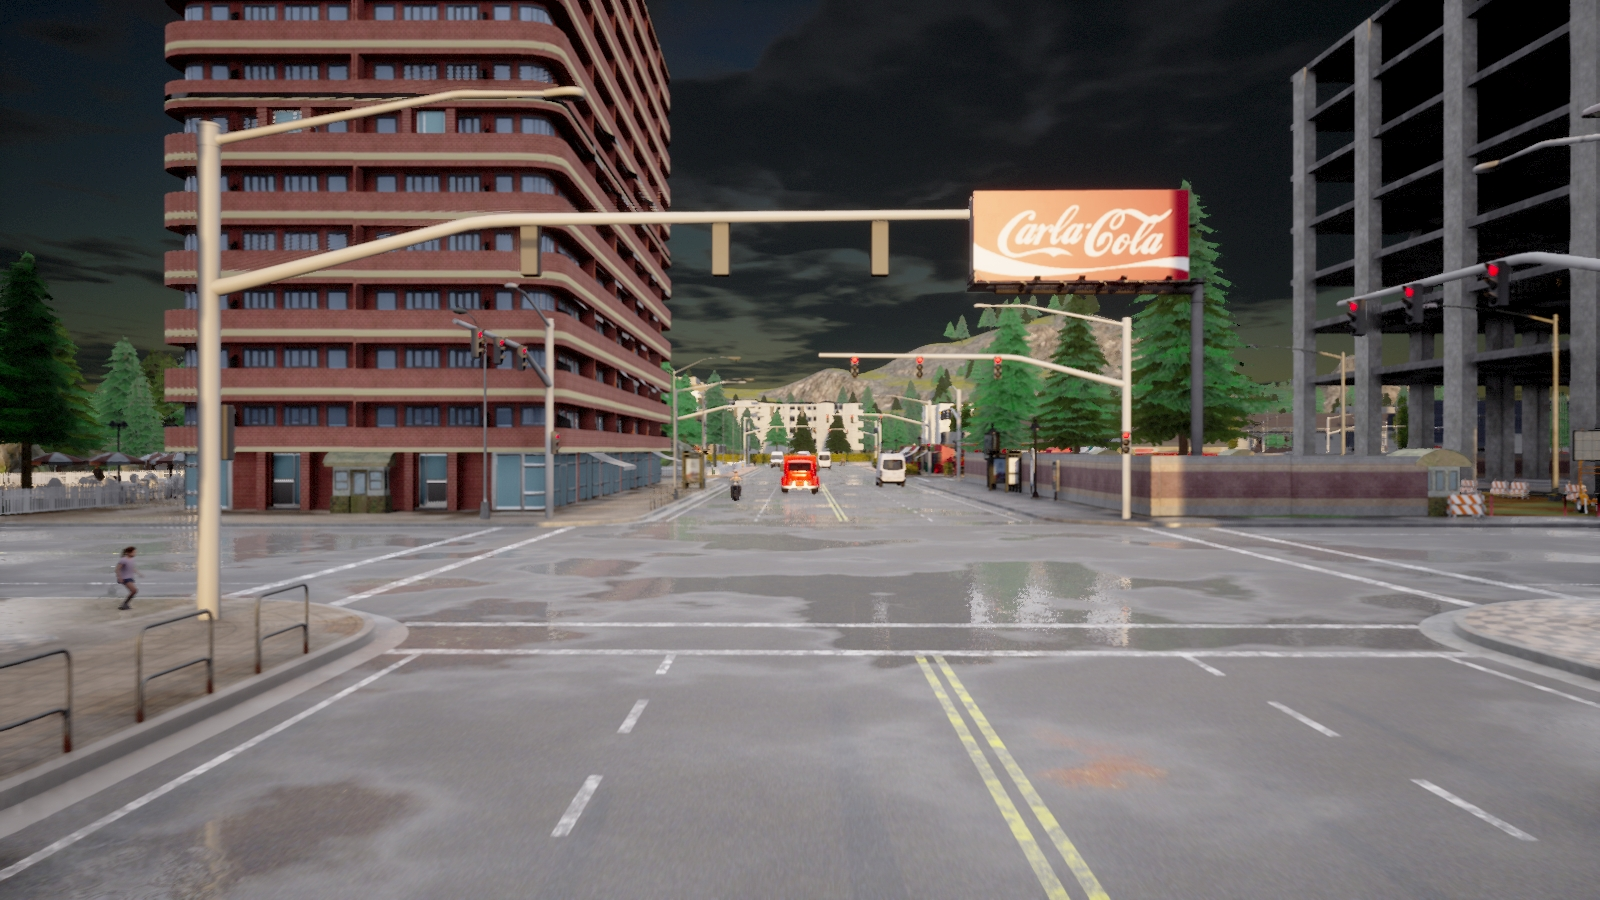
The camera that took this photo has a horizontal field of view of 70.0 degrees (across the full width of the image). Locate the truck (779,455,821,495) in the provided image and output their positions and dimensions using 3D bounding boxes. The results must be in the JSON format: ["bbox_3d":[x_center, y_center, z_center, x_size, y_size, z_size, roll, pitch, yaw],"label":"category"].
[{"bbox_3d":[0.011,1.571,73.940,2.627,2.467,5.204,0,0,1],"label":"truck"}]

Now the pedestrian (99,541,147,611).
[{"bbox_3d":[-11.169,2.078,18.863,0.500,1.100,0.500,0,0,-3],"label":"pedestrian"}]
